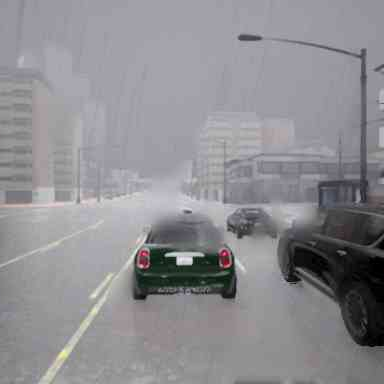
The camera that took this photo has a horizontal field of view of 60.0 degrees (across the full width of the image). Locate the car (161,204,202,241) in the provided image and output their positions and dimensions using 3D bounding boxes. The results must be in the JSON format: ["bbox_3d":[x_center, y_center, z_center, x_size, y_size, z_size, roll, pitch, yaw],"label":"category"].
[{"bbox_3d":[-0.564,1.449,17.174,1.812,1.442,4.674,0,0,-3],"label":"car"}]

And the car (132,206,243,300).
[{"bbox_3d":[-0.201,1.315,8.451,2.097,1.767,4.553,0,0,-2],"label":"car"}]

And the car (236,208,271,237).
[{"bbox_3d":[2.957,1.486,17.004,1.994,1.385,4.181,0,0,-3],"label":"car"}]

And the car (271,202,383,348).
[{"bbox_3d":[3.391,1.193,6.401,2.150,2.045,5.566,0,0,-2],"label":"car"}]
